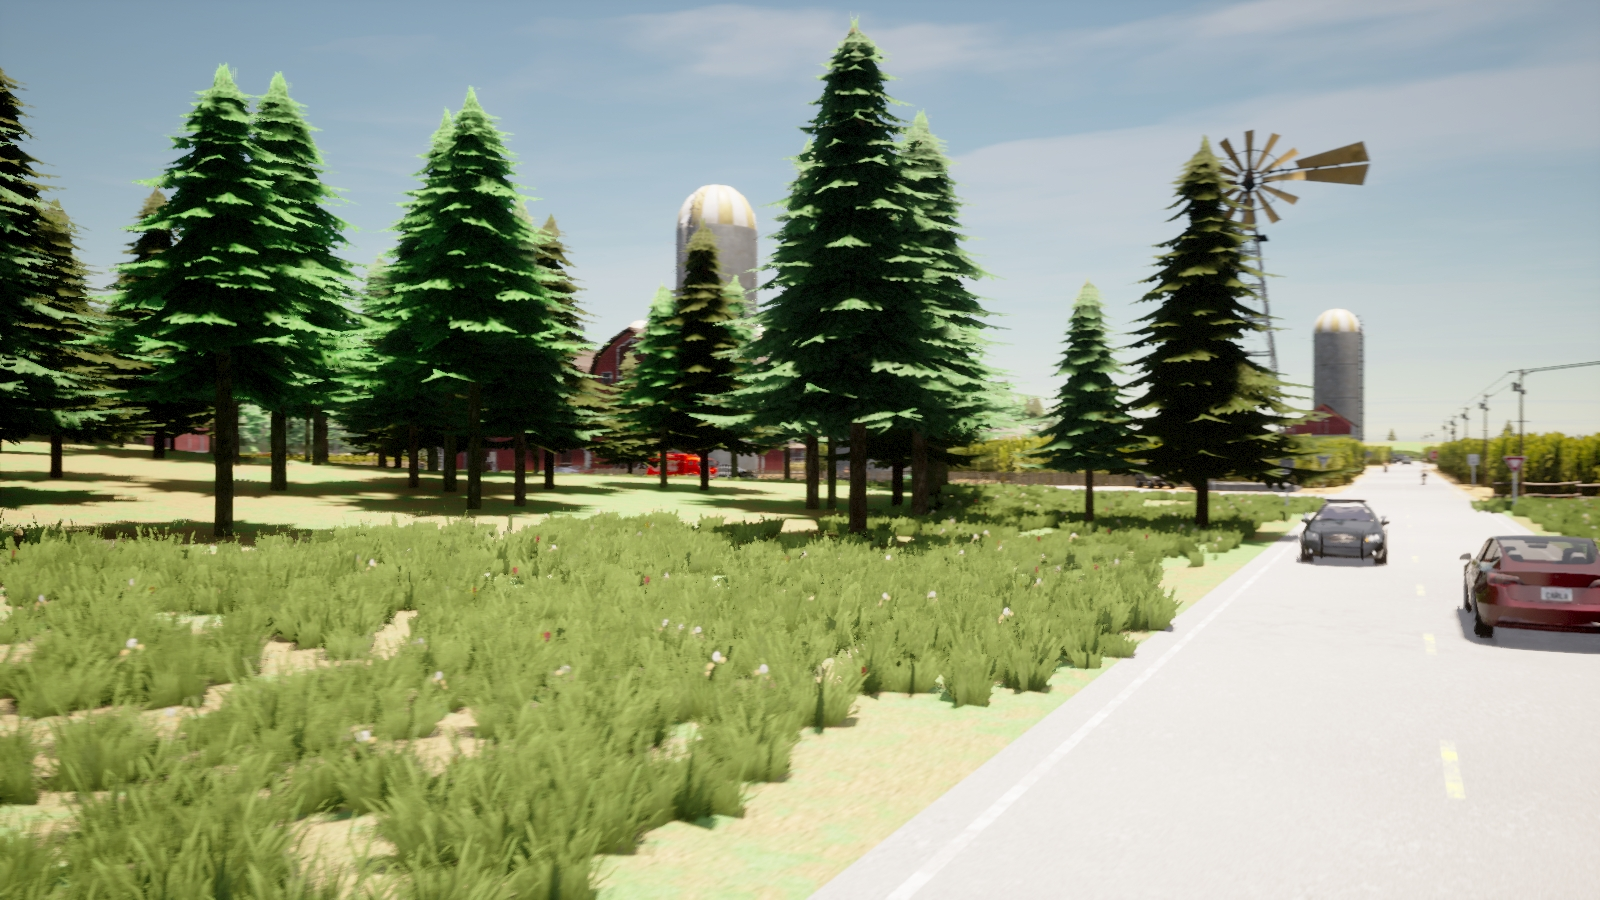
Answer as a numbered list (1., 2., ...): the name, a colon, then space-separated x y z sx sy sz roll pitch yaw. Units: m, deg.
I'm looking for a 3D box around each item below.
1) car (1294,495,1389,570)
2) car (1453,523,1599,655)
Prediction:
1. car: 14.123 2.055 29.623 2.038 1.542 4.974 0 0 28
2. car: 11.670 2.072 18.084 2.163 1.488 4.792 0 0 28
